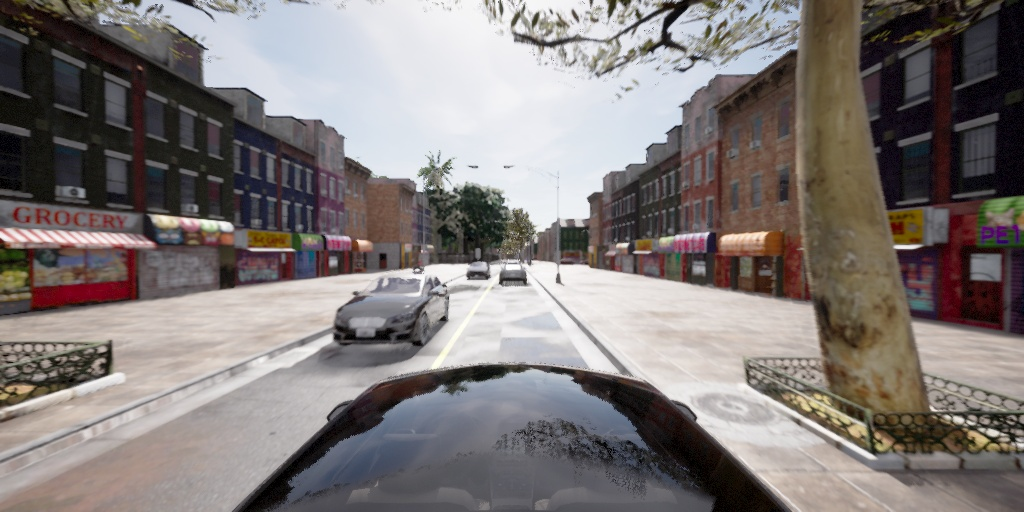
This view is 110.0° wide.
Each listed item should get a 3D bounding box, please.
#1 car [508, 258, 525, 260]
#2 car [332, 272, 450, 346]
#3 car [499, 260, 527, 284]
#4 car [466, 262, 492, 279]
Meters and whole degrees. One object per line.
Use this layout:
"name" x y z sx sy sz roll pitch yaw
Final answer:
"car" 0.102 1.138 44.017 2.128 1.511 4.902 0 0 0
"car" -2.836 1.209 9.395 2.128 1.511 4.902 0 0 0
"car" 0.081 1.235 26.233 1.994 1.385 4.181 0 0 0
"car" -2.774 1.210 31.037 2.033 1.411 5.357 0 0 1
